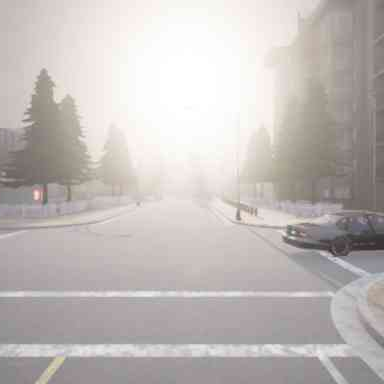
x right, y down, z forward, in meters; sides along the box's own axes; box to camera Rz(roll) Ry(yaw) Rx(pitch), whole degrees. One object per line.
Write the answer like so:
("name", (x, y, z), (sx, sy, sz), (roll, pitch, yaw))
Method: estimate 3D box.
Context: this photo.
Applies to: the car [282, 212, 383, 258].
("car", (6.035, 1.443, 11.918), (5.357, 1.411, 2.033), (0, 0, -8))
